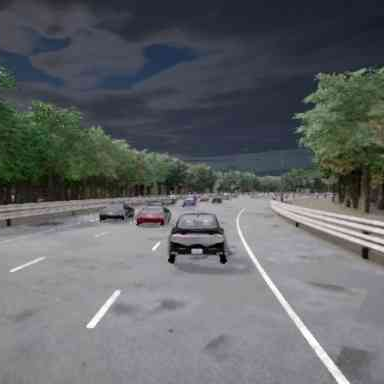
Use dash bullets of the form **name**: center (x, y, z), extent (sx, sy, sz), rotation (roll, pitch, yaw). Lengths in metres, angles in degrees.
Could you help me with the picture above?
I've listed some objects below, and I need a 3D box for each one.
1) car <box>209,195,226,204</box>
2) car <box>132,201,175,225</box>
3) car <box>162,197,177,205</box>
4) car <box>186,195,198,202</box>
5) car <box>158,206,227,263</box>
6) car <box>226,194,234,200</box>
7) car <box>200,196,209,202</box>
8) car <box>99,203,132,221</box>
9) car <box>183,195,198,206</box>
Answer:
- **car**: center (4.902, 1.466, 63.853), extent (1.837, 1.490, 4.892), rotation (0, 0, 8)
- **car**: center (-2.661, 1.565, 23.961), extent (1.994, 1.385, 4.181), rotation (0, 0, 4)
- **car**: center (-3.596, 1.459, 52.906), extent (2.128, 1.511, 4.902), rotation (0, 0, 7)
- **car**: center (0.053, 1.455, 77.619), extent (2.033, 1.411, 5.357), rotation (0, 0, 10)
- **car**: center (0.226, 1.494, 12.027), extent (2.128, 1.511, 4.902), rotation (0, 0, 2)
- **car**: center (8.975, 1.417, 86.986), extent (2.128, 1.511, 4.902), rotation (0, 0, 12)
- **car**: center (2.911, 1.523, 73.658), extent (1.895, 1.301, 4.718), rotation (0, 0, 10)
- **car**: center (-5.997, 1.562, 27.087), extent (1.994, 1.385, 4.181), rotation (0, 0, 4)
- **car**: center (-0.240, 1.511, 51.402), extent (1.812, 1.442, 4.674), rotation (0, 0, 7)
